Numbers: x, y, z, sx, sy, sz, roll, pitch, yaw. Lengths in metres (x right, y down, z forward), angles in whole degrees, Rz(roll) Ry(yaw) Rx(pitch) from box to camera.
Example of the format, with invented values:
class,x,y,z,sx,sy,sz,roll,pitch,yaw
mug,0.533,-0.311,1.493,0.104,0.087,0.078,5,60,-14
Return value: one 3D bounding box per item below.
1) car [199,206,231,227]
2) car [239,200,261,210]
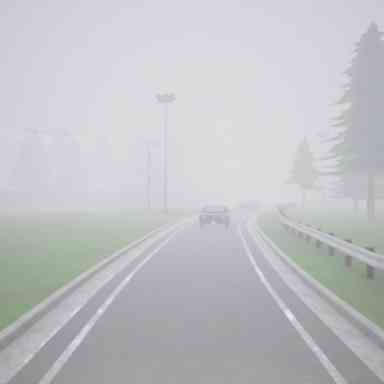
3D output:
class,x,y,z,sx,sy,sz,roll,pitch,yaw
car,1.668,1.601,22.662,1.895,1.301,4.718,0,0,9
car,7.387,1.610,42.035,1.895,1.301,4.718,0,0,23
